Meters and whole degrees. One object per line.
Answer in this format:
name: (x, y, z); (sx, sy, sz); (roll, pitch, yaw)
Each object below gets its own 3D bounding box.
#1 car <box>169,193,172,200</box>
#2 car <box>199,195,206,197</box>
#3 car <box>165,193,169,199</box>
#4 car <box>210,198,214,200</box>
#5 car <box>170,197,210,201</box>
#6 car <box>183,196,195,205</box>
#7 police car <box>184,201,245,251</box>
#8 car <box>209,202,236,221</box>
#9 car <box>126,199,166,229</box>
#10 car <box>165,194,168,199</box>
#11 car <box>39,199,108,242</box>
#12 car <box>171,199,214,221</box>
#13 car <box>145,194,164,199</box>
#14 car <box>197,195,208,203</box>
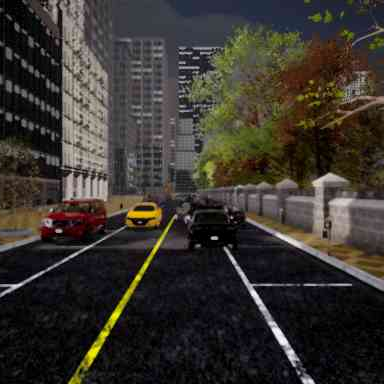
car: (-6.024, 1.179, 82.779); (2.192, 1.841, 5.009); (0, 0, -1)
car: (2.226, 1.502, 43.962); (1.947, 1.339, 4.313); (0, 0, -1)
car: (-6.009, 1.422, 65.987); (1.752, 1.417, 4.829); (0, 0, -1)
car: (2.332, 1.519, 32.863); (1.947, 1.339, 4.313); (0, 0, -1)
car: (-0.051, 1.463, 30.441); (1.837, 1.490, 4.892); (0, 0, 17)
car: (-0.480, 1.457, 59.090); (2.033, 1.411, 5.357); (0, 0, -1)
police car: (0.767, 1.407, 14.229); (1.930, 1.638, 5.238); (0, 0, 0)
car: (2.385, 1.544, 27.313); (1.802, 1.307, 4.206); (0, 0, -1)
car: (-2.974, 1.449, 21.393); (1.882, 1.535, 5.008); (0, 0, -1)
car: (-5.958, 1.489, 60.617); (1.802, 1.307, 4.206); (0, 0, -1)
car: (-5.537, 1.295, 16.288); (2.192, 1.841, 5.009); (0, 0, 0)
car: (0.076, 1.472, 23.849); (1.837, 1.490, 4.892); (0, 0, -16)
car: (-5.853, 1.243, 49.535); (2.192, 1.841, 5.009); (0, 0, -1)
car: (2.014, 1.335, 66.160); (1.967, 1.590, 4.097); (0, 0, -1)
